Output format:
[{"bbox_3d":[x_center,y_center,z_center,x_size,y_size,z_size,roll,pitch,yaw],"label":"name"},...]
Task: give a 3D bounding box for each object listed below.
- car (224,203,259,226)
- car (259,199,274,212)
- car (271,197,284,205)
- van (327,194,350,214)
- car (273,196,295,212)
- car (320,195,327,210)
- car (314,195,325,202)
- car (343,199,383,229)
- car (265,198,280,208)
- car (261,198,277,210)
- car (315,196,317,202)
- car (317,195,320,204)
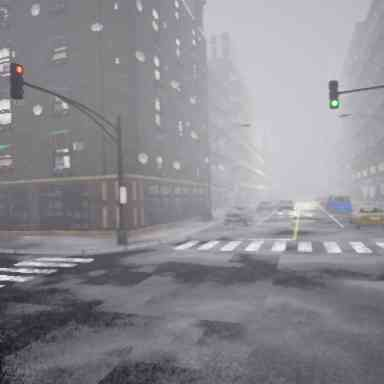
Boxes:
[{"bbox_3d":[3.531,1.695,24.798,2.008,1.369,4.403,-1,0,18],"label":"car"},{"bbox_3d":[8.976,1.717,40.875,1.802,1.307,4.206,-2,0,18],"label":"car"},{"bbox_3d":[16.072,1.687,62.365,2.008,1.369,4.403,-2,-1,18],"label":"car"},{"bbox_3d":[14.725,1.186,33.084,1.690,1.788,3.998,-2,0,18],"label":"van"},{"bbox_3d":[11.149,1.573,39.312,2.033,1.411,5.357,-2,-1,18],"label":"car"},{"bbox_3d":[16.466,1.160,38.463,2.192,1.841,5.009,-2,0,18],"label":"car"},{"bbox_3d":[27.113,1.397,70.686,1.887,1.381,4.507,-2,-1,18],"label":"car"},{"bbox_3d":[10.484,1.371,19.916,1.752,1.417,4.829,-2,0,18],"label":"car"},{"bbox_3d":[12.525,1.717,51.620,1.802,1.307,4.206,-2,0,18],"label":"car"},{"bbox_3d":[10.696,1.660,46.086,1.752,1.417,4.829,-2,0,18],"label":"car"},{"bbox_3d":[21.793,1.396,54.574,2.008,1.369,4.403,-2,-1,18],"label":"car"},{"bbox_3d":[20.016,1.284,49.204,1.967,1.590,4.097,-2,-1,18],"label":"car"}]
